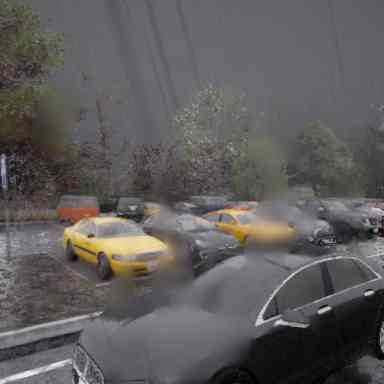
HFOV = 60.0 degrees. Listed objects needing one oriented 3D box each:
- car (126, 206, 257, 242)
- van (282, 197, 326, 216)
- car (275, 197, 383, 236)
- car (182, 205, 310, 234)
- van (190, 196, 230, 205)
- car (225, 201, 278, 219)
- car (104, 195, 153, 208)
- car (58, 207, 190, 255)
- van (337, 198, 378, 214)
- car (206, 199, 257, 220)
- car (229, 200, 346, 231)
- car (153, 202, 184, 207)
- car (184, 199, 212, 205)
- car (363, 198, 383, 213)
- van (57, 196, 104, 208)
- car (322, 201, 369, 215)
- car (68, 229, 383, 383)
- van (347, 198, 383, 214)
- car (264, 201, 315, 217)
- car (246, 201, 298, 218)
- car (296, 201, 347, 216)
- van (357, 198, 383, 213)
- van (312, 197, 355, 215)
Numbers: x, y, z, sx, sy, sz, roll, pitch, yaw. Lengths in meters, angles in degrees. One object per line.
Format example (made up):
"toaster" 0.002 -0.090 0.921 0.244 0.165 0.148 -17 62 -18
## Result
"car" -0.338 1.481 12.029 2.231 1.521 4.892 1 0 -35
"van" 12.493 1.587 37.368 1.878 1.987 4.442 1 -1 -35
"car" 6.461 1.322 16.831 2.435 2.045 5.566 1 -1 -35
"car" 1.920 1.504 13.638 2.097 1.535 5.008 1 0 -35
"van" 1.213 1.390 29.331 1.878 1.987 4.442 1 -1 -35
"car" 5.691 1.693 32.372 2.097 1.535 5.008 1 -1 -35
"car" -5.500 1.253 24.439 2.435 2.045 5.566 1 0 -35
"car" -2.482 1.461 10.267 1.946 1.575 5.366 1 0 -35
"van" 21.530 1.759 43.521 1.878 1.987 4.442 2 -1 -35
"car" 3.554 1.529 30.817 2.185 1.767 4.553 1 -1 -35
"car" 4.168 1.411 15.271 2.185 1.767 4.553 1 -1 -35
"car" -3.124 1.535 25.870 1.946 1.575 5.366 1 0 -35
"car" -0.974 1.577 27.621 2.231 1.521 4.892 1 -1 -35
"car" 28.251 1.986 48.418 2.435 2.045 5.566 2 -1 -35
"van" -7.907 1.254 22.833 1.878 1.987 4.442 1 0 -35
"car" 19.322 1.932 42.097 2.097 1.535 5.008 1 -1 -35
"car" 0.995 1.509 4.395 4.892 1.490 1.837 0 0 -35
"van" 23.758 1.847 45.394 1.878 1.987 4.442 2 -1 -35
"car" 10.306 1.775 35.659 2.231 1.521 4.892 1 -1 -35
"car" 8.049 1.734 34.052 2.097 1.535 5.008 1 -1 -35
"car" 14.922 1.850 38.729 1.946 1.575 5.366 1 -1 -35
"van" 25.911 1.927 46.929 1.878 1.987 4.442 2 -1 -35
"van" 17.140 1.667 40.392 1.878 1.987 4.442 1 -1 -35
